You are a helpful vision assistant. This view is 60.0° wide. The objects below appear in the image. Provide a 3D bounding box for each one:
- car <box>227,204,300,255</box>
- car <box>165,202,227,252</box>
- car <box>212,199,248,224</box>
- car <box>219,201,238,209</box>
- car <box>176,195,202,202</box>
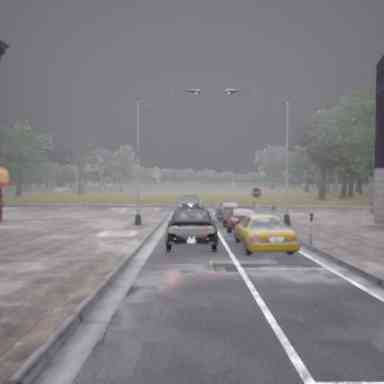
[{"bbox_3d":[2.574,1.388,12.466,1.752,1.417,4.829,-1,1,0],"label":"car"},{"bbox_3d":[-0.006,1.346,13.174,2.128,1.511,4.902,0,1,0],"label":"car"},{"bbox_3d":[2.533,1.295,23.360,2.008,1.369,4.403,-1,1,0],"label":"car"},{"bbox_3d":[2.555,1.386,17.829,1.802,1.307,4.206,-1,1,0],"label":"car"},{"bbox_3d":[-0.208,1.052,27.411,2.097,1.767,4.553,0,0,-2],"label":"car"}]
